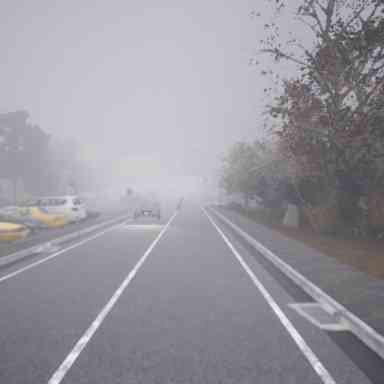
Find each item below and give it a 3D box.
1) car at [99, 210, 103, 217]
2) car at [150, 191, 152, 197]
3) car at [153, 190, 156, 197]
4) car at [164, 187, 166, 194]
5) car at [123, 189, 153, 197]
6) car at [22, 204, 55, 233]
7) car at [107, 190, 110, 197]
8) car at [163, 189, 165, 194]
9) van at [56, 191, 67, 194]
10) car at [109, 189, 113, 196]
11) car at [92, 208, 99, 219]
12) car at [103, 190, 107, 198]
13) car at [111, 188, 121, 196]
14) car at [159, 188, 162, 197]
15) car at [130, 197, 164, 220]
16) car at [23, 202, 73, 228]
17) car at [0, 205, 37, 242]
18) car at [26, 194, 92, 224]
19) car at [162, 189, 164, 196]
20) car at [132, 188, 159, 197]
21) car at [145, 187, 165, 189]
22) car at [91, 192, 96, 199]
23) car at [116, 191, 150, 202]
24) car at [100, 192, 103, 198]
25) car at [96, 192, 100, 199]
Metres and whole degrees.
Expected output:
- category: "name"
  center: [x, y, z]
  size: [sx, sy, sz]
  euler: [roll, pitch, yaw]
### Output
- category: "car"
  center: [-10.090, 1.628, 28.364]
  size: [4.792, 1.488, 2.163]
  euler: [0, 0, 0]
- category: "car"
  center: [-10.291, 1.007, 60.962]
  size: [4.792, 1.488, 2.163]
  euler: [0, 0, 0]
- category: "car"
  center: [-10.232, 0.959, 66.527]
  size: [5.008, 1.535, 2.097]
  euler: [0, 1, 0]
- category: "car"
  center: [-10.156, 0.282, 91.603]
  size: [4.553, 1.767, 2.185]
  euler: [0, 2, 0]
- category: "car"
  center: [-10.281, 0.846, 63.748]
  size: [4.553, 1.767, 2.185]
  euler: [0, 0, 0]
- category: "car"
  center: [-10.166, 1.536, 17.259]
  size: [4.892, 1.521, 2.231]
  euler: [0, 0, 0]
- category: "car"
  center: [-23.250, 0.746, 80.347]
  size: [5.008, 1.535, 2.097]
  euler: [0, 1, 0]
- category: "car"
  center: [-10.179, 0.623, 86.044]
  size: [4.792, 1.488, 2.163]
  euler: [0, 2, 0]
- category: "van"
  center: [-23.228, 0.753, 58.152]
  size: [4.442, 1.987, 1.878]
  euler: [1, 0, 0]
- category: "car"
  center: [-23.236, 0.672, 83.264]
  size: [4.892, 1.521, 2.231]
  euler: [0, 1, 0]
- category: "car"
  center: [-10.135, 1.582, 25.588]
  size: [5.008, 1.535, 2.097]
  euler: [0, 0, 0]
- category: "car"
  center: [-23.262, 0.808, 77.557]
  size: [5.008, 1.535, 2.097]
  euler: [0, 1, 0]
- category: "car"
  center: [-23.020, 0.406, 91.493]
  size: [5.366, 1.575, 1.946]
  euler: [0, 2, 0]
- category: "car"
  center: [-10.143, 0.621, 80.467]
  size: [4.553, 1.767, 2.185]
  euler: [0, 1, 0]
- category: "car"
  center: [-3.309, 1.360, 25.978]
  size: [1.994, 1.385, 4.181]
  euler: [0, 0, 0]
- category: "car"
  center: [-10.335, 1.548, 20.036]
  size: [5.366, 1.575, 1.946]
  euler: [0, 0, 0]
- category: "car"
  center: [-9.984, 1.516, 14.483]
  size: [5.366, 1.575, 1.946]
  euler: [0, 0, 0]
- category: "car"
  center: [-10.168, 1.315, 22.814]
  size: [5.566, 2.045, 2.435]
  euler: [0, 0, 0]
- category: "car"
  center: [-10.133, 0.704, 83.257]
  size: [4.792, 1.488, 2.163]
  euler: [0, 2, 0]
- category: "car"
  center: [-10.253, 0.686, 69.319]
  size: [5.566, 2.045, 2.435]
  euler: [0, 1, 0]
- category: "car"
  center: [-10.168, 0.380, 88.825]
  size: [4.553, 1.767, 2.185]
  euler: [0, 2, 0]
- category: "car"
  center: [-23.490, 0.930, 69.317]
  size: [5.366, 1.575, 1.946]
  euler: [0, 1, 0]
- category: "car"
  center: [-10.245, 1.011, 58.178]
  size: [4.792, 1.488, 2.163]
  euler: [0, 0, 0]
- category: "car"
  center: [-23.251, 0.892, 74.767]
  size: [4.792, 1.488, 2.163]
  euler: [0, 1, 0]
- category: "car"
  center: [-23.477, 0.899, 72.112]
  size: [5.366, 1.575, 1.946]
  euler: [0, 1, 0]
